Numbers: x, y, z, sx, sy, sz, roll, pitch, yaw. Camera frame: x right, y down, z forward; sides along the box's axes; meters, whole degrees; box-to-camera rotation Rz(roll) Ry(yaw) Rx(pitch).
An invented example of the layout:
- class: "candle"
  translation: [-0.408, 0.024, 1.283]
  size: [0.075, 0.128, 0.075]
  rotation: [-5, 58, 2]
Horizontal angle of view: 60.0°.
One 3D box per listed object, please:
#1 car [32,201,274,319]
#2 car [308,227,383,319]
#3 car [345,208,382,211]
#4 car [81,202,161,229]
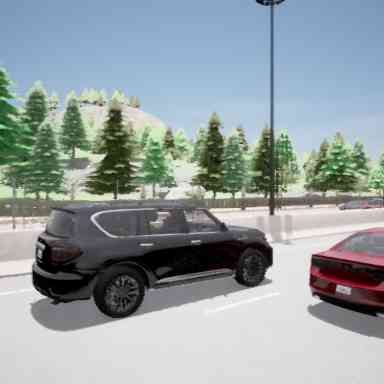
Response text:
- class: "car"
  translation: [-0.592, 1.221, 7.622]
  size: [5.566, 2.045, 2.150]
  rotation: [0, 0, -35]
- class: "car"
  translation: [4.543, 1.477, 6.985]
  size: [5.008, 1.535, 1.882]
  rotation: [0, 0, -35]
- class: "car"
  translation: [15.207, 1.350, 27.706]
  size: [4.553, 1.767, 2.097]
  rotation: [0, 0, -35]
- class: "car"
  translation: [-4.673, 1.504, 22.152]
  size: [4.892, 1.490, 1.837]
  rotation: [0, 0, -35]
